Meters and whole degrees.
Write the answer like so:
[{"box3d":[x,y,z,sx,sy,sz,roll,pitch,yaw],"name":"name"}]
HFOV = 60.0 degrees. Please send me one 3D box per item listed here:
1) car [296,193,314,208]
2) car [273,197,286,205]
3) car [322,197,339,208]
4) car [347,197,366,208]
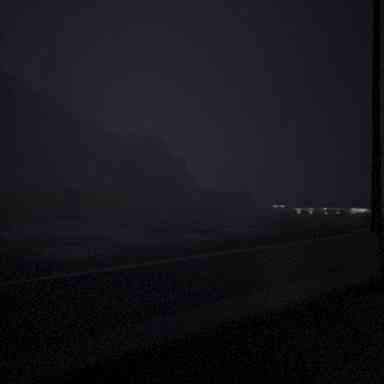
[{"box3d":[16.541,1.204,48.658,2.150,2.045,5.566,0,0,17],"name":"car"},{"box3d":[15.160,1.543,58.001,1.994,1.385,4.181,0,0,9],"name":"car"},{"box3d":[19.878,1.457,47.728,1.882,1.535,5.008,0,0,17],"name":"car"},{"box3d":[23.380,1.469,47.274,2.128,1.511,4.902,0,0,17],"name":"car"}]
